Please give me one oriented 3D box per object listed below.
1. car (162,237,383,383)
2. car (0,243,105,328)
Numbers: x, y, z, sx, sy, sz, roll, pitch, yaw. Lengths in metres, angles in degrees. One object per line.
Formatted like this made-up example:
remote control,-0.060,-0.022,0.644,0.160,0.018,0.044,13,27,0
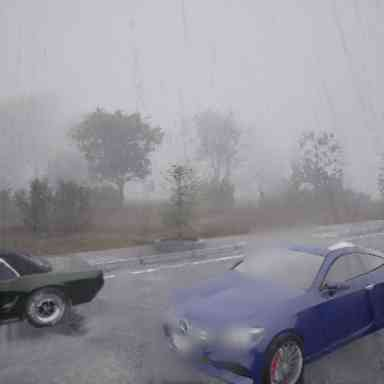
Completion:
car,1.774,1.509,5.237,4.674,1.442,1.812,0,0,-35
car,-4.010,1.602,5.426,4.718,1.301,1.895,0,0,-35
